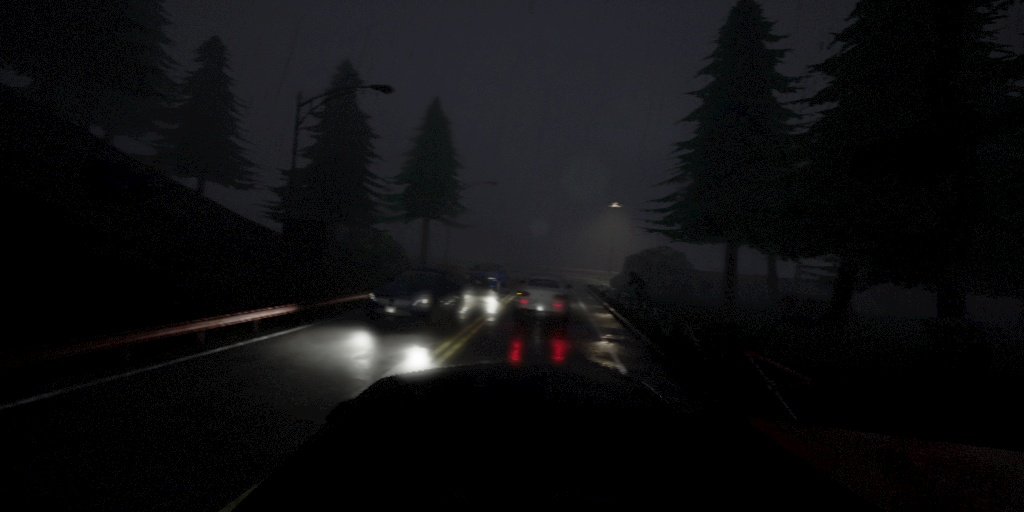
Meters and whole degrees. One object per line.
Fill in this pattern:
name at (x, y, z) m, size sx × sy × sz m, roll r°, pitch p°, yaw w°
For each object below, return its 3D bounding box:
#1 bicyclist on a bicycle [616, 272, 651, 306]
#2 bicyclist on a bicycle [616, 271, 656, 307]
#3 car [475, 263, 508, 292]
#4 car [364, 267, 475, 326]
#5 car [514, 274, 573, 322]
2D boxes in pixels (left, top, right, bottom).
bicyclist on a bicycle at (5.792, 1.578, 17.130) m, size 1.656 × 1.620 × 0.582 m, roll 5°, pitch 0°, yaw -9°
bicyclist on a bicycle at (6.130, 1.609, 17.739) m, size 1.656 × 1.620 × 0.582 m, roll 5°, pitch 0°, yaw -6°
car at (-1.413, 1.158, 21.325) m, size 1.882 × 1.535 × 5.008 m, roll 5°, pitch 0°, yaw 8°
car at (-2.678, 1.077, 11.081) m, size 1.812 × 1.442 × 4.674 m, roll 5°, pitch 0°, yaw 7°
car at (1.221, 1.409, 13.291) m, size 1.812 × 1.442 × 4.674 m, roll 5°, pitch 0°, yaw 8°
